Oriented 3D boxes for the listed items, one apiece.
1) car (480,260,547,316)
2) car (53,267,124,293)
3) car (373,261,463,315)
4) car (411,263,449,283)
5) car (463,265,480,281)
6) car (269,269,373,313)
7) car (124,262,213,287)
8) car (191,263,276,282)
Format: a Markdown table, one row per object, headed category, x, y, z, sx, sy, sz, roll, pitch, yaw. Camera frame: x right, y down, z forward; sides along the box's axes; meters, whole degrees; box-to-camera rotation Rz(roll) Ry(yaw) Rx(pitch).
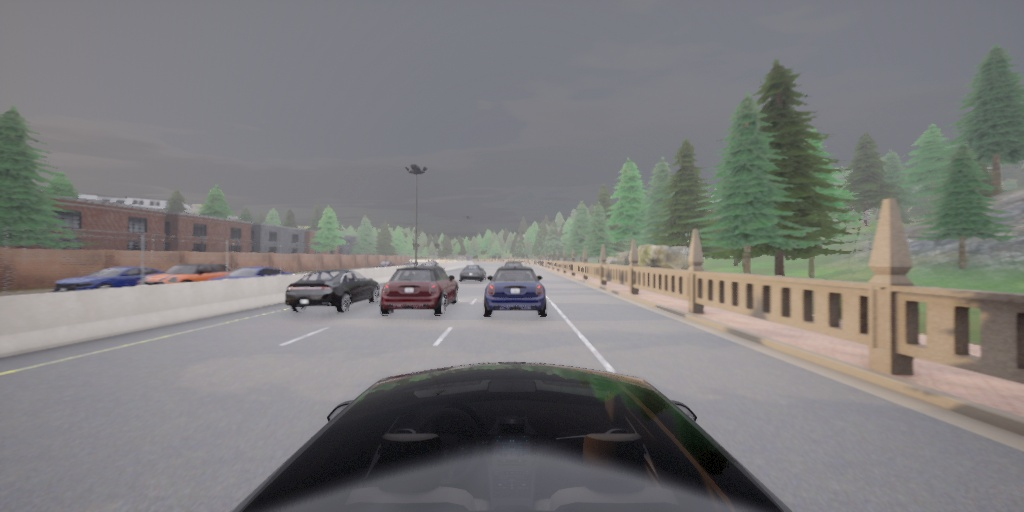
| category | x | y | z | sx | sy | sz | roll | pitch | yaw |
| --- | --- | --- | --- | --- | --- | --- | --- | --- | --- |
| car | 0.107 | 1.163 | 13.722 | 2.097 | 1.767 | 4.553 | 0 | 0 | 0 |
| car | -21.088 | 1.317 | 19.365 | 1.882 | 1.535 | 5.008 | 0 | 0 | 0 |
| car | -3.393 | 1.164 | 13.965 | 2.097 | 1.767 | 4.553 | 0 | 0 | 0 |
| car | -6.882 | 1.390 | 30.768 | 2.128 | 1.511 | 4.902 | 0 | 0 | 0 |
| car | -3.381 | 1.466 | 31.513 | 1.994 | 1.385 | 4.181 | 0 | 0 | 0 |
| car | -6.892 | 1.306 | 14.332 | 2.128 | 1.511 | 4.902 | 0 | 0 | 0 |
| car | -17.587 | 1.193 | 19.631 | 2.097 | 1.767 | 4.553 | 0 | 0 | 0 |
| car | -14.088 | 1.317 | 19.415 | 1.882 | 1.535 | 5.008 | 0 | 0 | 0 |
